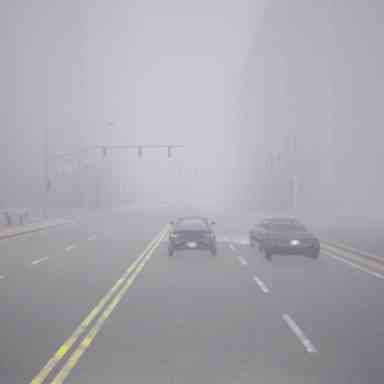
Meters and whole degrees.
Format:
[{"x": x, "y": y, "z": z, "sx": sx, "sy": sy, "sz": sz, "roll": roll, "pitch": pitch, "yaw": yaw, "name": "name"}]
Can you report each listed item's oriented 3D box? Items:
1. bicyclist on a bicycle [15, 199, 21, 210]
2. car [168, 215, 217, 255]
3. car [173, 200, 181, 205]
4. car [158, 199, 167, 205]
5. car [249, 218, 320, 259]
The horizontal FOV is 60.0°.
[{"x": -25.419, "y": 1.775, "z": 48.626, "sx": 0.582, "sy": 1.620, "sz": 1.656, "roll": 0, "pitch": 0, "yaw": 0, "name": "bicyclist on a bicycle"}, {"x": 0.023, "y": 1.678, "z": 13.878, "sx": 1.812, "sy": 1.442, "sz": 4.674, "roll": 0, "pitch": 0, "yaw": 0, "name": "car"}, {"x": -3.512, "y": 2.464, "z": 79.749, "sx": 1.895, "sy": 1.301, "sz": 4.718, "roll": 0, "pitch": -1, "yaw": 0, "name": "car"}, {"x": -7.012, "y": 2.421, "z": 79.779, "sx": 1.994, "sy": 1.385, "sz": 4.181, "roll": 0, "pitch": -1, "yaw": 0, "name": "car"}, {"x": 3.521, "y": 1.711, "z": 13.329, "sx": 1.994, "sy": 1.385, "sz": 4.181, "roll": 0, "pitch": -1, "yaw": 0, "name": "car"}]
